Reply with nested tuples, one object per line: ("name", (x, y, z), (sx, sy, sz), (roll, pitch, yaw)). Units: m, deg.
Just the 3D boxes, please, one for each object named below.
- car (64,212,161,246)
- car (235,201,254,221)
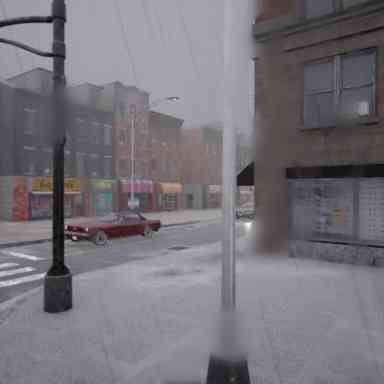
("car", (-3.650, 1.631, 15.774), (1.895, 1.301, 4.718), (0, 0, 35))
("car", (5.217, 1.583, 28.235), (1.837, 1.490, 4.892), (0, 0, 35))
